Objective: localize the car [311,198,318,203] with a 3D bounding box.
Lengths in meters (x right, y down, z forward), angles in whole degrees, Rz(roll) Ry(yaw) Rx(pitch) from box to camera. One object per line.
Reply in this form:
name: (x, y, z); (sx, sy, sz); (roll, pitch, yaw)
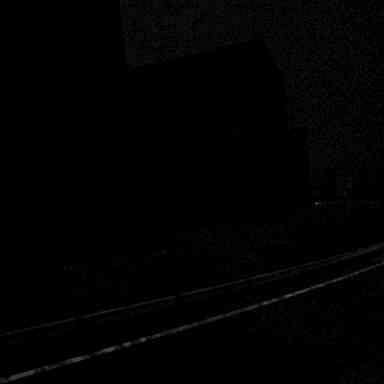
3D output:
car: (26.811, 1.943, 76.840); (2.033, 1.411, 5.357); (-6, -1, -10)
